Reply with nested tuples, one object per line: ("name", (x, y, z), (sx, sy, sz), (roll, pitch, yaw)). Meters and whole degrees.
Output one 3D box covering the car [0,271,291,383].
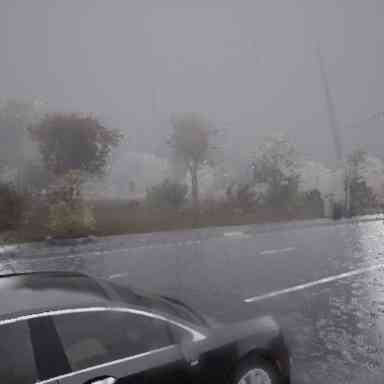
("car", (-1.174, 1.505, 2.910), (4.892, 1.490, 1.837), (-1, 0, -35))
